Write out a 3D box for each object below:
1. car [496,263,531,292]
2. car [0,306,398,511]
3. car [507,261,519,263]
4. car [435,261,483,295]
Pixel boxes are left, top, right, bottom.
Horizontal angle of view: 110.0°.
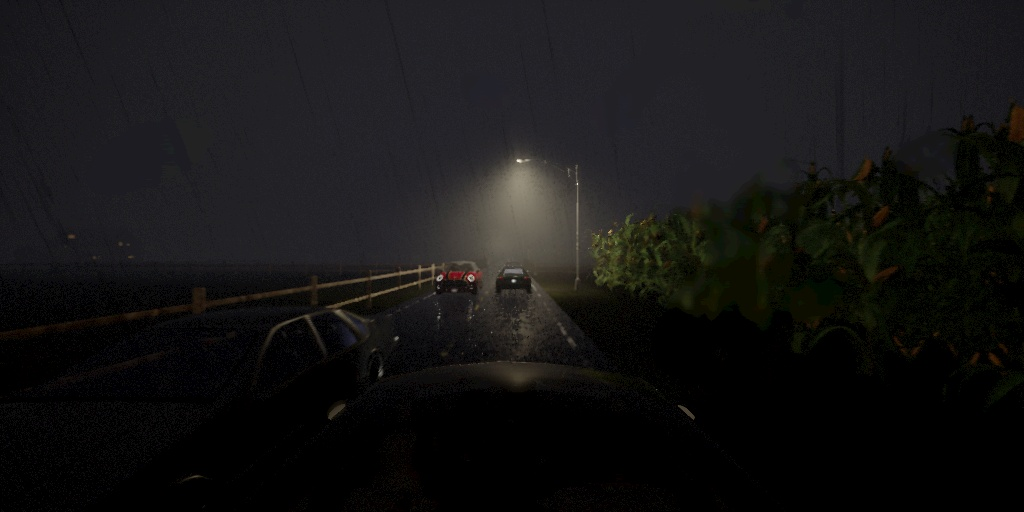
[{"bbox_3d":[0.094,1.302,21.080,1.994,1.385,4.181,0,0,0],"label":"car"},{"bbox_3d":[-2.816,1.297,3.724,2.033,1.411,5.357,0,0,0],"label":"car"},{"bbox_3d":[0.107,1.268,39.165,2.033,1.411,5.357,0,0,0],"label":"car"},{"bbox_3d":[-2.799,1.091,19.769,2.097,1.767,4.553,0,0,0],"label":"car"}]
